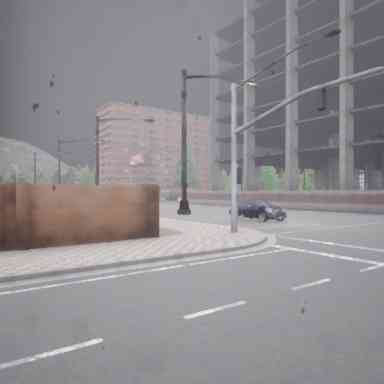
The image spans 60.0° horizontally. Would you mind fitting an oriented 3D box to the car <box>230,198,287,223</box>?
[{"bbox_3d":[5.094,1.284,25.834,2.097,1.767,4.553,0,0,-35],"label":"car"}]
